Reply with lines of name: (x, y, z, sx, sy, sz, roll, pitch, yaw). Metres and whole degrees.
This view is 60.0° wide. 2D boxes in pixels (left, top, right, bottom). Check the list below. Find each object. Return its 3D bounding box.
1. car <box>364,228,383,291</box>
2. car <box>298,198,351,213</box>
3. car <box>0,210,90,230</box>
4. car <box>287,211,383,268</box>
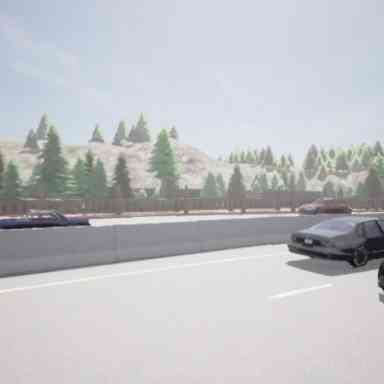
car: (6.014, 1.562, 7.236, 4.181, 1.385, 1.994, 0, 0, -30)
car: (11.636, 1.354, 29.262, 4.553, 1.767, 2.097, 0, 0, -20)
car: (-7.425, 1.512, 15.693, 4.718, 1.301, 1.895, 0, 0, -33)
car: (5.702, 1.535, 11.138, 5.357, 1.411, 2.033, 0, 0, -28)
